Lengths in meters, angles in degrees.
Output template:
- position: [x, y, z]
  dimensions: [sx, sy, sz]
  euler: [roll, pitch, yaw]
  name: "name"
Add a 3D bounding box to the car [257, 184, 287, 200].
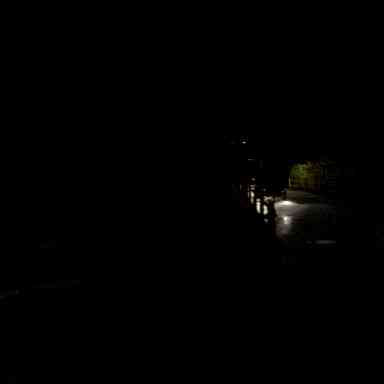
- position: [6.296, -0.284, 26.559]
  dimensions: [1.882, 1.535, 5.008]
  euler: [0, 3, 6]
  name: "car"
